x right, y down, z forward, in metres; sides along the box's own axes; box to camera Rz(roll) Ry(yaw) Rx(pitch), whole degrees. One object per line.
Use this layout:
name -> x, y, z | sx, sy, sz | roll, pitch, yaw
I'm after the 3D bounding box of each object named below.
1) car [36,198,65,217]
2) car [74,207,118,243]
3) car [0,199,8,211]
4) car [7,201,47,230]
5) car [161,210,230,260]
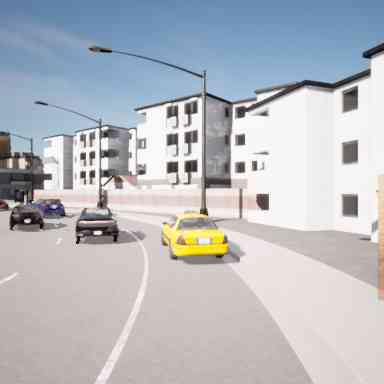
car -> -13.288, 1.346, 30.155 | 2.097, 1.767, 4.553 | 0, 0, -43
car -> -4.681, 1.489, 16.287 | 2.128, 1.511, 4.902 | 0, 0, -17
car -> -23.884, 1.517, 40.466 | 4.674, 1.442, 1.812 | 0, 0, 43
car -> -10.665, 1.521, 21.335 | 1.812, 1.442, 4.674 | 0, 0, -29
car -> -0.095, 1.456, 12.504 | 1.801, 1.575, 5.366 | 0, 0, -11
